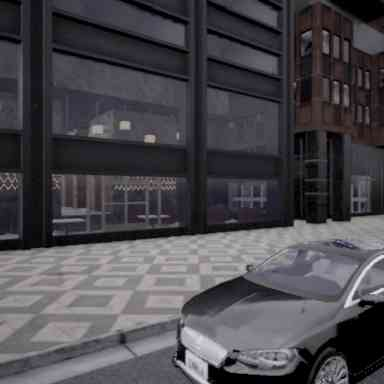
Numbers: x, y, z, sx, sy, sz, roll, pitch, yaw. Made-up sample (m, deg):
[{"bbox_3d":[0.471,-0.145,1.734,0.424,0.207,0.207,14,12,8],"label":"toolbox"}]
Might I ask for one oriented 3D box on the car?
[{"bbox_3d":[2.042,1.510,4.819,4.902,1.511,2.128,0,0,-35],"label":"car"}]
